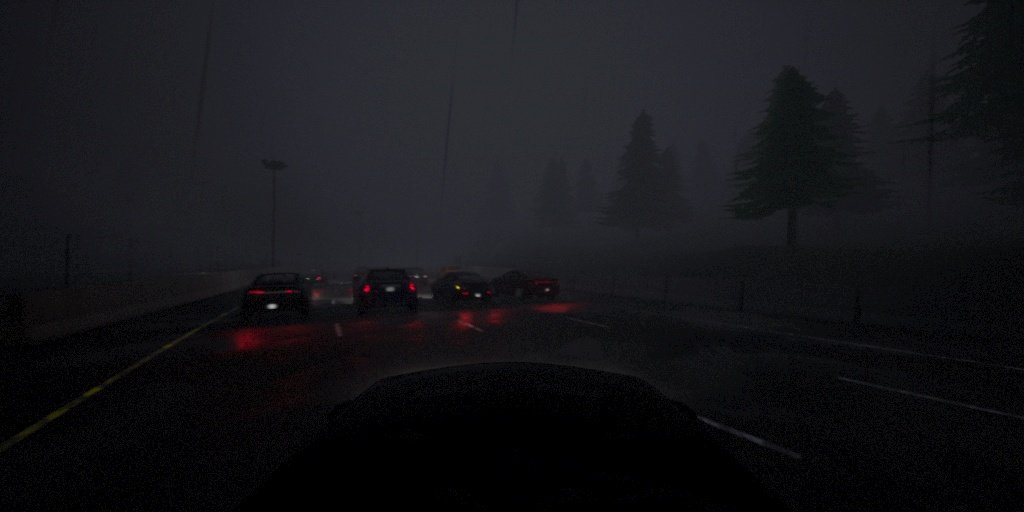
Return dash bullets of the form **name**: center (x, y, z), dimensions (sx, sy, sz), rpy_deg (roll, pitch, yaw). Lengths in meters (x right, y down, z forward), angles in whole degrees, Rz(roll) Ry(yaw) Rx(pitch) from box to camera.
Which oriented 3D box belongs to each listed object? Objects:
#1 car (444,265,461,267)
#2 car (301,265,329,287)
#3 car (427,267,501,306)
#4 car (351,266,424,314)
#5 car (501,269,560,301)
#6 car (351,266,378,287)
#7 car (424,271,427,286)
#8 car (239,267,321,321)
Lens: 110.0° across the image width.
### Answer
- **car**: center (-5.259, 1.533, 31.273), dimensions (1.882, 1.535, 5.008), rpy_deg (0, 0, -22)
- **car**: center (-14.527, 1.584, 26.161), dimensions (1.895, 1.301, 4.718), rpy_deg (0, -1, -22)
- **car**: center (-2.416, 1.432, 16.804), dimensions (1.812, 1.442, 4.674), rpy_deg (0, 0, -26)
- **car**: center (-5.300, 1.230, 14.743), dimensions (2.097, 1.767, 4.553), rpy_deg (0, -1, -27)
- **car**: center (0.533, 1.411, 18.737), dimensions (1.882, 1.535, 5.008), rpy_deg (0, 0, -26)
- **car**: center (-11.550, 1.535, 28.151), dimensions (1.812, 1.442, 4.674), rpy_deg (0, 0, -22)
- **car**: center (-7.846, 1.567, 28.294), dimensions (2.033, 1.411, 5.357), rpy_deg (0, -1, -22)
- **car**: center (-8.432, 1.349, 13.173), dimensions (2.128, 1.511, 4.902), rpy_deg (0, -1, -26)
